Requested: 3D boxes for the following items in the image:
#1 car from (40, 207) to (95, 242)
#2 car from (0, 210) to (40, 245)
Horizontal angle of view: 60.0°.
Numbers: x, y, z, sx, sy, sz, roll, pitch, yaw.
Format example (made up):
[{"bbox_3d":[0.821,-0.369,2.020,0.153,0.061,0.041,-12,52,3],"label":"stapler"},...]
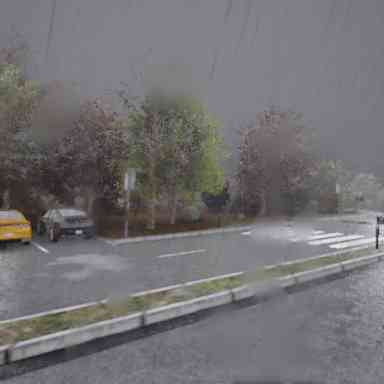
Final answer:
[{"bbox_3d":[-6.392,1.506,16.656,2.231,1.521,4.892,-1,0,-35],"label":"car"},{"bbox_3d":[-8.637,1.532,15.058,2.097,1.535,5.008,-1,0,-35],"label":"car"}]
